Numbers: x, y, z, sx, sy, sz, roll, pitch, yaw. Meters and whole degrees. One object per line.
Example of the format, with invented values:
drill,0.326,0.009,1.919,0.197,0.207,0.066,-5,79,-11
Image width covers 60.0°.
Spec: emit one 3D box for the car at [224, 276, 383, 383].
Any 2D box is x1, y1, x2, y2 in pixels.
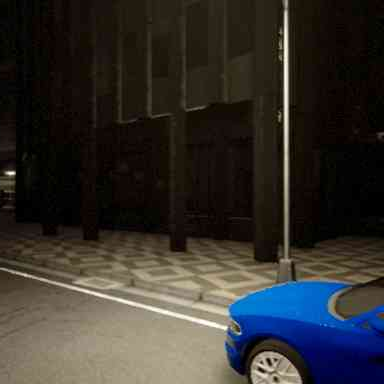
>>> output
car,2.692,1.487,3.229,5.008,1.535,1.882,-1,-1,35
